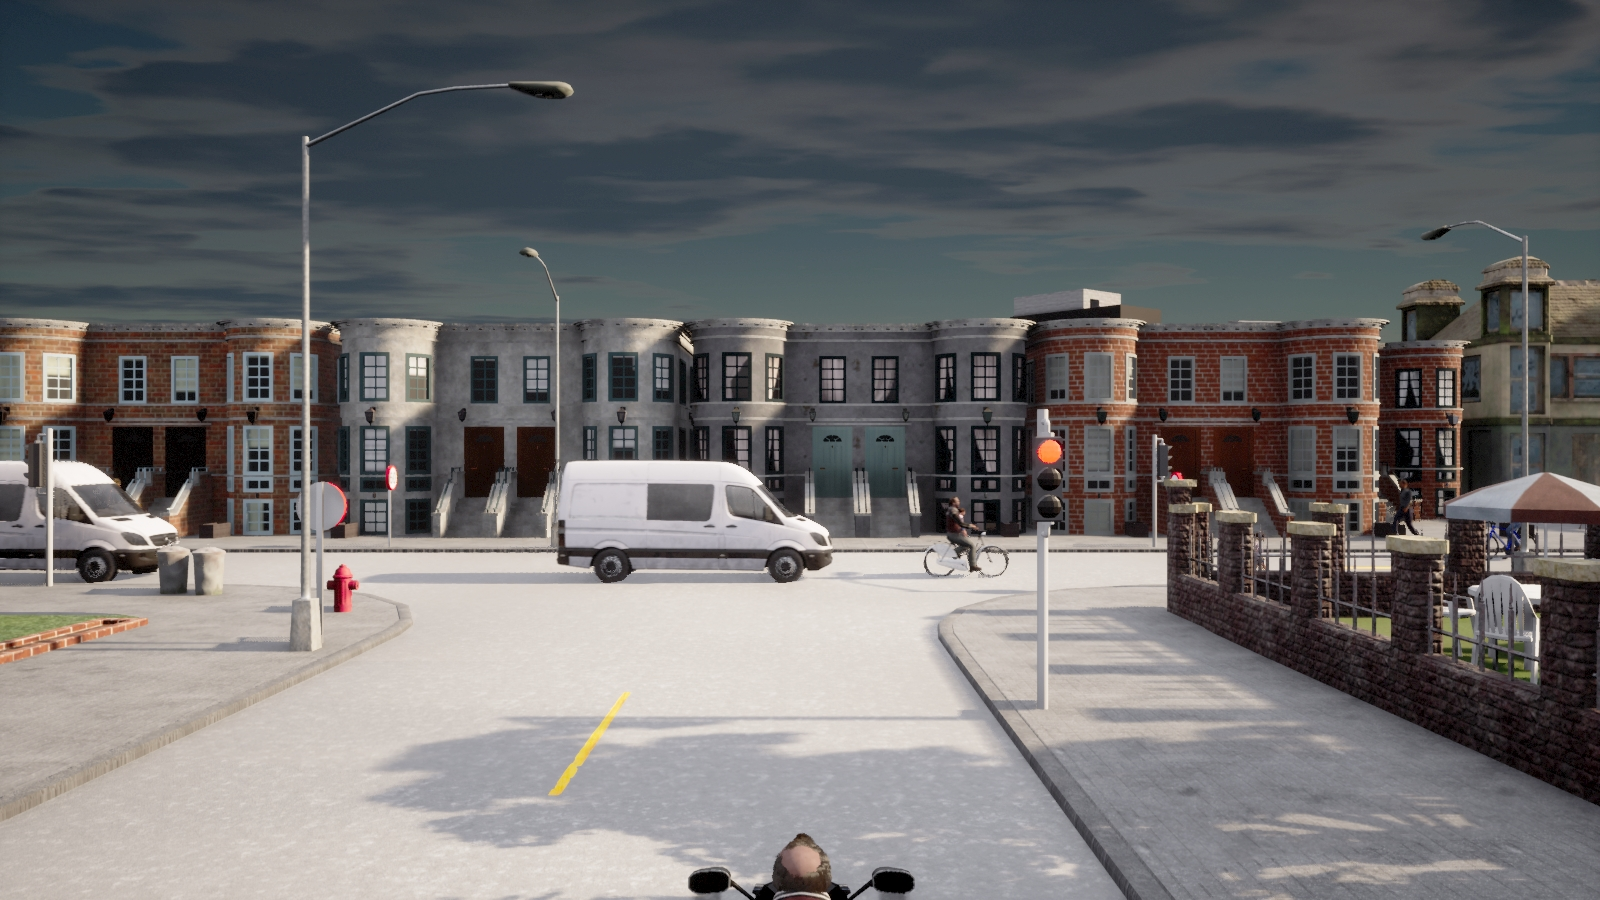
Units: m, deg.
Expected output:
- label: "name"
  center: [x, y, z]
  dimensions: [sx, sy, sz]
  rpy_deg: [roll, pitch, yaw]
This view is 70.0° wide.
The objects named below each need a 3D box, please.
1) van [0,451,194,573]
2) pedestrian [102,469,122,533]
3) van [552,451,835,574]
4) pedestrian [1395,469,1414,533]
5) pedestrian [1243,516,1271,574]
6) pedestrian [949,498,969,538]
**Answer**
- label: "van"
  center: [-16.695, 1.304, 24.919]
  dimensions: [5.915, 2.561, 1.988]
  rpy_deg: [0, 0, 0]
- label: "pedestrian"
  center: [-20.402, 1.511, 33.900]
  dimensions: [0.375, 1.860, 0.375]
  rpy_deg: [0, 0, -2]
- label: "van"
  center: [-2.224, 1.303, 24.917]
  dimensions: [5.915, 2.561, 1.988]
  rpy_deg: [0, 0, 0]
- label: "pedestrian"
  center: [17.949, 1.512, 33.912]
  dimensions: [0.375, 1.860, 0.375]
  rpy_deg: [0, 0, -1]
- label: "pedestrian"
  center: [9.184, 1.906, 22.976]
  dimensions: [0.500, 1.100, 0.500]
  rpy_deg: [0, 0, 21]
- label: "pedestrian"
  center: [4.436, 1.892, 31.868]
  dimensions: [0.500, 1.100, 0.500]
  rpy_deg: [0, 0, -1]
